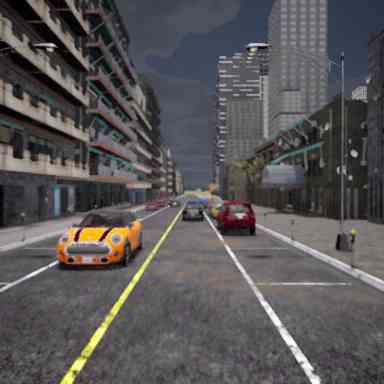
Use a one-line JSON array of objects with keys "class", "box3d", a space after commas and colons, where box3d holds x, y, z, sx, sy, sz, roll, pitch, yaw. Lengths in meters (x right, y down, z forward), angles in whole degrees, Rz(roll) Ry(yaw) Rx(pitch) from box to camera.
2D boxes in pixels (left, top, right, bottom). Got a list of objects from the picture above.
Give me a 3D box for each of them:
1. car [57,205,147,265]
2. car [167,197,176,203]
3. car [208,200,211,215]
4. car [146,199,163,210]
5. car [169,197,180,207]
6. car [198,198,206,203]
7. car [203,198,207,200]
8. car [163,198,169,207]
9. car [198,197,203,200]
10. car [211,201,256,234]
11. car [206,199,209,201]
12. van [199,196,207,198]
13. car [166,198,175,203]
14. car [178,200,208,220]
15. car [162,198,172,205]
[{"class": "car", "box3d": [-3.101, 1.451, 12.089, 2.097, 1.767, 4.553, 0, 0, 0]}, {"class": "car", "box3d": [-5.709, 2.148, 93.059, 1.967, 1.590, 4.097, -1, 0, 0]}, {"class": "car", "box3d": [2.665, 1.782, 31.893, 1.752, 1.417, 4.829, -1, 0, 0]}, {"class": "car", "box3d": [-5.705, 1.965, 48.415, 1.802, 1.307, 4.206, -1, 0, 0]}, {"class": "car", "box3d": [-3.011, 1.969, 60.917, 2.128, 1.511, 4.902, 0, -1, 0]}, {"class": "car", "box3d": [2.673, 2.214, 87.521, 1.887, 1.381, 4.507, -1, 0, 0]}, {"class": "car", "box3d": [2.675, 2.008, 54.041, 1.802, 1.307, 4.206, -1, 0, 0]}, {"class": "car", "box3d": [-5.706, 2.011, 59.576, 1.887, 1.381, 4.507, -1, 0, 0]}, {"class": "car", "box3d": [0.066, 1.812, 42.023, 1.882, 1.535, 5.008, 0, 0, 0]}, {"class": "car", "box3d": [2.638, 1.482, 20.565, 2.192, 1.841, 5.009, -1, 0, 0]}, {"class": "car", "box3d": [2.679, 1.849, 37.301, 2.008, 1.369, 4.403, -1, 0, 0]}, {"class": "van", "box3d": [2.670, 1.930, 76.362, 1.690, 1.788, 3.998, -1, 0, 0]}, {"class": "car", "box3d": [-5.707, 2.220, 87.478, 2.008, 1.369, 4.403, -1, 0, 0]}, {"class": "car", "box3d": [0.084, 1.736, 30.300, 2.128, 1.511, 4.902, 0, 0, 0]}, {"class": "car", "box3d": [-5.706, 2.171, 76.316, 1.802, 1.307, 4.206, -1, 0, 0]}]
